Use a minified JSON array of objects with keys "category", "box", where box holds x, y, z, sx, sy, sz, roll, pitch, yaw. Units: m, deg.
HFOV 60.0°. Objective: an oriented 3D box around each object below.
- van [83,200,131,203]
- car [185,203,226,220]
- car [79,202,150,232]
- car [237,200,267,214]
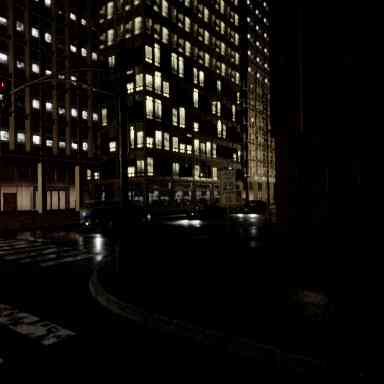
[{"category":"van","box":[-6.001,1.460,23.516,1.690,1.788,3.998,-2,-1,36]},{"category":"car","box":[1.204,1.649,29.083,1.994,1.385,4.181,-1,-1,36]},{"category":"car","box":[-4.659,1.571,20.981,1.837,1.490,4.892,-1,-1,33]},{"category":"car","box":[7.103,1.631,37.270,1.812,1.442,4.674,-1,-1,36]}]
